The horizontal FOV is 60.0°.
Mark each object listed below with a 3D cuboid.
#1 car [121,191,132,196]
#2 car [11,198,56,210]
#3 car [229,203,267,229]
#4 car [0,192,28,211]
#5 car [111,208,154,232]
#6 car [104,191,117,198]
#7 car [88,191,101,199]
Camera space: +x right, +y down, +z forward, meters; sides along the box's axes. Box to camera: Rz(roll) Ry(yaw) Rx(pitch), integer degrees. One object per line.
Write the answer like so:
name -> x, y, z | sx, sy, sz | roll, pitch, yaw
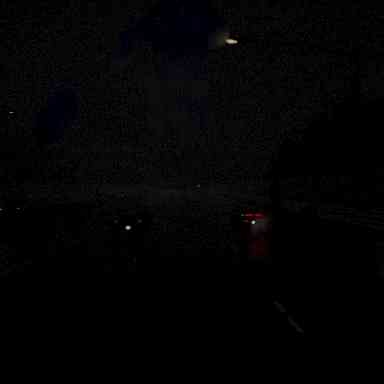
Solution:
car -> -14.097, 0.595, 72.011 | 1.837, 1.490, 4.892 | 0, 1, 0
car -> -14.139, 1.469, 30.506 | 1.895, 1.301, 4.718 | 0, 1, 0
car -> 3.571, 1.486, 21.635 | 1.837, 1.490, 4.892 | 0, 1, 0
car -> -17.639, 1.071, 31.660 | 2.150, 2.045, 5.566 | 0, 1, 0
car -> -3.427, 1.595, 20.035 | 1.895, 1.301, 4.718 | 0, 1, 0
car -> -17.597, 0.573, 72.006 | 1.882, 1.535, 5.008 | 0, 1, 0
car -> -21.097, 0.620, 72.002 | 2.128, 1.511, 4.902 | 0, 1, 0
